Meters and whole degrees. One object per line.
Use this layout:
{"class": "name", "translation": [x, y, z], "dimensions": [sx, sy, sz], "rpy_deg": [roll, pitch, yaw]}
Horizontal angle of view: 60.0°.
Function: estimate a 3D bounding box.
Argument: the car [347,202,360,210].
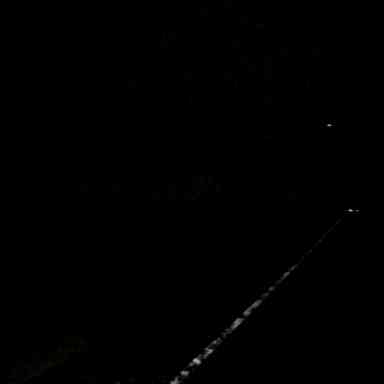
{"class": "car", "translation": [40.041, 3.569, 81.938], "dimensions": [2.097, 1.767, 4.553], "rpy_deg": [2, -1, 25]}
